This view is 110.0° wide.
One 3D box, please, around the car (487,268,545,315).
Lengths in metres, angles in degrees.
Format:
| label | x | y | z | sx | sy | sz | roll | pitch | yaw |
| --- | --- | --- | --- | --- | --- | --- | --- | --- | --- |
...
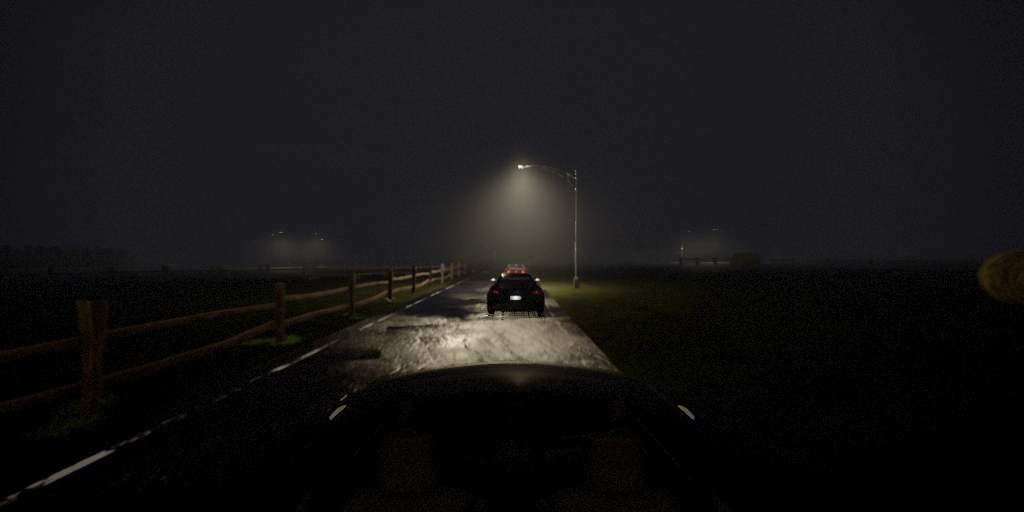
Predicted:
| label | x | y | z | sx | sy | sz | roll | pitch | yaw |
| --- | --- | --- | --- | --- | --- | --- | --- | --- | --- |
| car | 0.134 | 1.317 | 13.519 | 1.994 | 1.385 | 4.181 | 0 | 0 | 0 |

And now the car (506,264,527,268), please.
| label | x | y | z | sx | sy | sz | roll | pitch | yaw |
| --- | --- | --- | --- | --- | --- | --- | --- | --- | --- |
| car | 0.385 | 1.359 | 31.761 | 1.895 | 1.301 | 4.718 | 0 | 0 | 1 |
